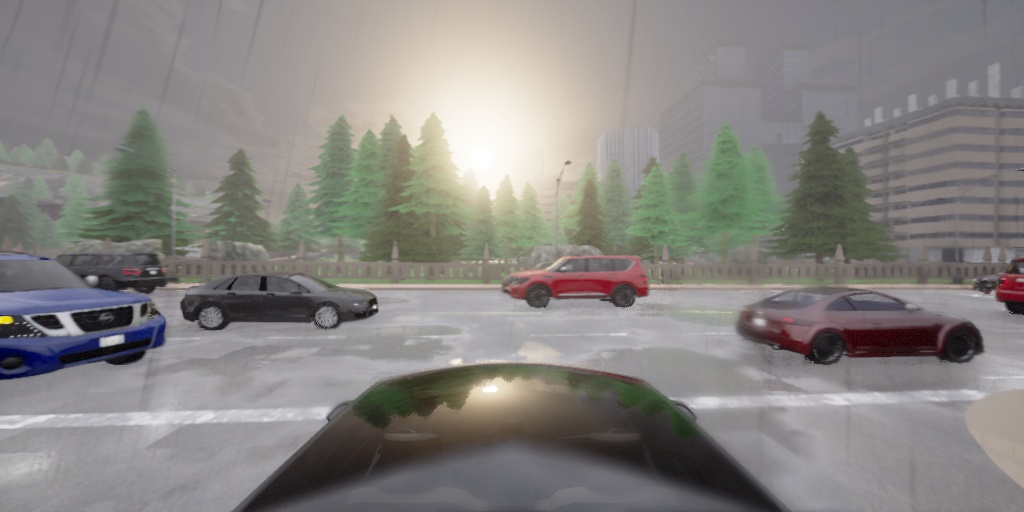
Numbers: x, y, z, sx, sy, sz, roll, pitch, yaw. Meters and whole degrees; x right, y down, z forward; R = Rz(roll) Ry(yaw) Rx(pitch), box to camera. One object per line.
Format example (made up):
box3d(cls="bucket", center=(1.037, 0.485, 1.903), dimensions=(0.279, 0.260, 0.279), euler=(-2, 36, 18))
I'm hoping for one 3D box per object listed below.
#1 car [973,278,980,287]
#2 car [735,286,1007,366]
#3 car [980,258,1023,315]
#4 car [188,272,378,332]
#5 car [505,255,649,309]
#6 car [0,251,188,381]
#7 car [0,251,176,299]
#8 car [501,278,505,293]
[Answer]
box3d(cls="car", center=(28.648, 1.402, 19.846), dimensions=(4.892, 1.490, 1.837), euler=(1, 0, -4))
box3d(cls="car", center=(7.177, 1.362, 7.651), dimensions=(4.181, 1.385, 1.994), euler=(0, 0, -4))
box3d(cls="car", center=(19.830, 1.085, 12.050), dimensions=(5.566, 2.045, 2.150), euler=(0, 0, -4))
box3d(cls="car", center=(-6.395, 1.209, 10.201), dimensions=(4.892, 1.490, 1.837), euler=(0, 0, -4))
box3d(cls="car", center=(2.666, 0.969, 14.549), dimensions=(5.566, 2.045, 2.150), euler=(0, 0, -4))
box3d(cls="car", center=(-8.869, 0.923, 5.771), dimensions=(5.566, 2.045, 2.150), euler=(0, 0, 6))
box3d(cls="car", center=(-19.360, 0.825, 16.503), dimensions=(5.566, 2.045, 2.150), euler=(0, 0, -4))
box3d(cls="car", center=(1.755, 1.083, 17.993), dimensions=(4.553, 1.767, 2.097), euler=(0, 0, -4))
